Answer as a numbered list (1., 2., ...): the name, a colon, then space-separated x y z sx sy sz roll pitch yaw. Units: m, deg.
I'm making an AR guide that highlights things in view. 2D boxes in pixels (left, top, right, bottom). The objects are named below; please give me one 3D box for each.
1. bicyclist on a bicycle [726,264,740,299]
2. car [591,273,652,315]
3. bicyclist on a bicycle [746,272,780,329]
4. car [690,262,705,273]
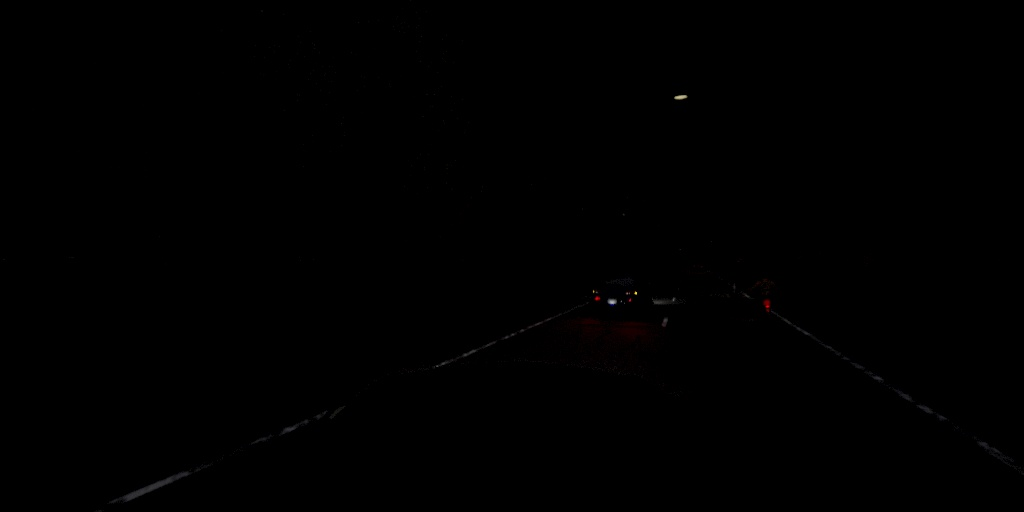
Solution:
1. bicyclist on a bicycle: 11.329 1.288 18.379 0.659 1.776 1.843 0 -1 26
2. car: 4.455 1.410 14.357 1.812 1.442 4.674 0 -1 26
3. bicyclist on a bicycle: 7.466 1.273 10.619 0.866 1.612 1.509 0 -1 27
4. car: 28.623 1.783 55.307 1.882 1.535 5.008 0 -1 26
